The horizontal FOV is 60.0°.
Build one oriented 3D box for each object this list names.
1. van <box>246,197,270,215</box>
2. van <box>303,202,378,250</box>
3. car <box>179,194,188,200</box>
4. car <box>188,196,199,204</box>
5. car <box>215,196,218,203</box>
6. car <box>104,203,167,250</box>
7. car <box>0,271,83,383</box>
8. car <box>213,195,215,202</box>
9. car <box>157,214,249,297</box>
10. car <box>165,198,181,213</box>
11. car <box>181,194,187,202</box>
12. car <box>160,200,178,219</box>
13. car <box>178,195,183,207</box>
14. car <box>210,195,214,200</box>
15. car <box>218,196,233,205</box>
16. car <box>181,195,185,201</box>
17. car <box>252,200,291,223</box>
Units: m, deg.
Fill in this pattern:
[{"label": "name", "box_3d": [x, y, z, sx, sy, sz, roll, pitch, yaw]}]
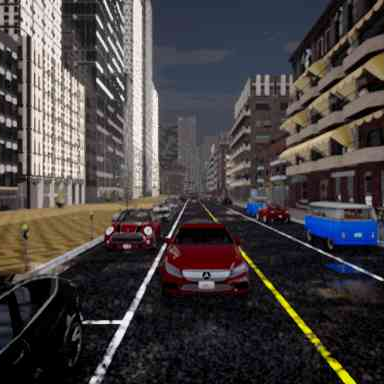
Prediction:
[{"label": "van", "box_3d": [6.051, 1.333, 30.524, 1.690, 1.788, 3.998, 0, 0, 0]}, {"label": "van", "box_3d": [6.047, 1.334, 13.956, 1.690, 1.788, 3.998, 0, 0, 0]}, {"label": "car", "box_3d": [-2.320, 1.346, 91.278, 2.192, 1.841, 5.009, 0, 0, 0]}, {"label": "car", "box_3d": [0.370, 1.527, 62.076, 1.812, 1.442, 4.674, 0, 0, 0]}, {"label": "car", "box_3d": [6.057, 1.528, 63.831, 1.752, 1.417, 4.829, 0, 0, 0]}, {"label": "car", "box_3d": [-2.333, 1.433, 13.959, 1.967, 1.590, 4.097, 0, 0, 0]}, {"label": "car", "box_3d": [-2.335, 1.564, 2.912, 1.947, 1.339, 4.313, 0, 0, 0]}, {"label": "car", "box_3d": [6.057, 1.533, 69.355, 1.752, 1.417, 4.829, 0, 0, 0]}, {"label": "car", "box_3d": [0.270, 1.521, 8.688, 1.812, 1.442, 4.674, 0, 0, 0]}, {"label": "car", "box_3d": [-2.330, 1.542, 30.526, 2.008, 1.369, 4.403, 0, 0, 0]}, {"label": "car", "box_3d": [-2.321, 1.584, 80.233, 1.947, 1.339, 4.313, 0, 0, 0]}, {"label": "car", "box_3d": [-2.331, 1.542, 25.003, 2.008, 1.369, 4.403, 0, 0, 0]}, {"label": "car", "box_3d": [-2.329, 1.432, 36.050, 1.967, 1.590, 4.097, 0, 0, 0]}, {"label": "car", "box_3d": [6.059, 1.563, 80.231, 1.887, 1.381, 4.507, 0, 0, 0]}, {"label": "car", "box_3d": [6.056, 1.565, 58.139, 1.947, 1.339, 4.313, 0, 0, 0]}, {"label": "car", "box_3d": [-2.327, 1.559, 47.095, 1.947, 1.339, 4.313, 0, 0, 0]}, {"label": "car", "box_3d": [6.050, 1.537, 25.001, 1.887, 1.381, 4.507, 0, 0, 0]}]
